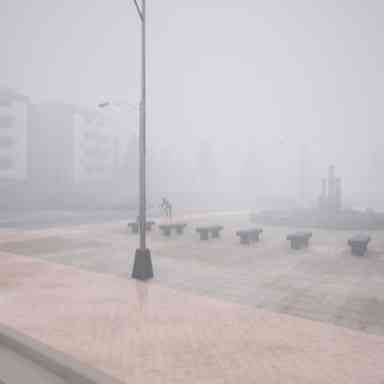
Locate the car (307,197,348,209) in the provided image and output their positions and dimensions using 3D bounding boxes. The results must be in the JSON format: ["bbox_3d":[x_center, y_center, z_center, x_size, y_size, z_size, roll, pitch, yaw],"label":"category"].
[{"bbox_3d":[17.657,1.458,44.104,4.892,1.490,1.837,1,0,-16],"label":"car"}]

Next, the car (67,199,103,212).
[{"bbox_3d":[-11.567,1.441,36.614,1.994,1.385,4.181,0,0,38],"label":"car"}]

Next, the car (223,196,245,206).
[{"bbox_3d":[7.086,1.428,51.657,4.674,1.442,1.812,0,0,-25],"label":"car"}]

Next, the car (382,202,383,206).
[{"bbox_3d":[28.785,1.589,45.450,4.718,1.301,1.895,0,0,1],"label":"car"}]

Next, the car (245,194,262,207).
[{"bbox_3d":[11.301,1.127,49.726,5.566,2.045,2.150,0,0,-21],"label":"car"}]

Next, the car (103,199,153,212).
[{"bbox_3d":[-6.799,1.438,37.251,2.033,1.411,5.357,0,0,42],"label":"car"}]

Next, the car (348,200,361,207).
[{"bbox_3d":[22.160,1.560,48.653,4.718,1.301,1.895,0,0,-7],"label":"car"}]

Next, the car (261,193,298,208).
[{"bbox_3d":[12.481,1.285,46.103,4.553,1.767,2.097,0,0,-22],"label":"car"}]

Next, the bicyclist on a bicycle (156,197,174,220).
[{"bbox_3d":[-2.001,1.237,24.804,1.656,1.620,0.582,0,0,33],"label":"bicyclist on a bicycle"}]
